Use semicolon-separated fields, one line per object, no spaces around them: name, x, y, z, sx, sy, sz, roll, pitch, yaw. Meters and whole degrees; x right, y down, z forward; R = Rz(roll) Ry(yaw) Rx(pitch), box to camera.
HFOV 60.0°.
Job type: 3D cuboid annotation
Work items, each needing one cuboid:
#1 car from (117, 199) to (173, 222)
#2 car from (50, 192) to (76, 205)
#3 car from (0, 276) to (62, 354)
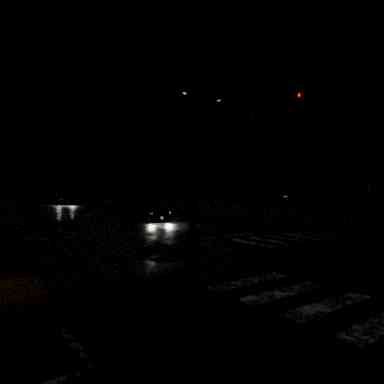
car;-3.408;1.177;22.849;2.033;1.411;5.357;0;1;-36
car;-15.597;0.778;39.954;1.812;1.442;4.674;0;1;-35
car;-4.100;1.525;3.737;4.829;1.417;1.752;0;0;-35
